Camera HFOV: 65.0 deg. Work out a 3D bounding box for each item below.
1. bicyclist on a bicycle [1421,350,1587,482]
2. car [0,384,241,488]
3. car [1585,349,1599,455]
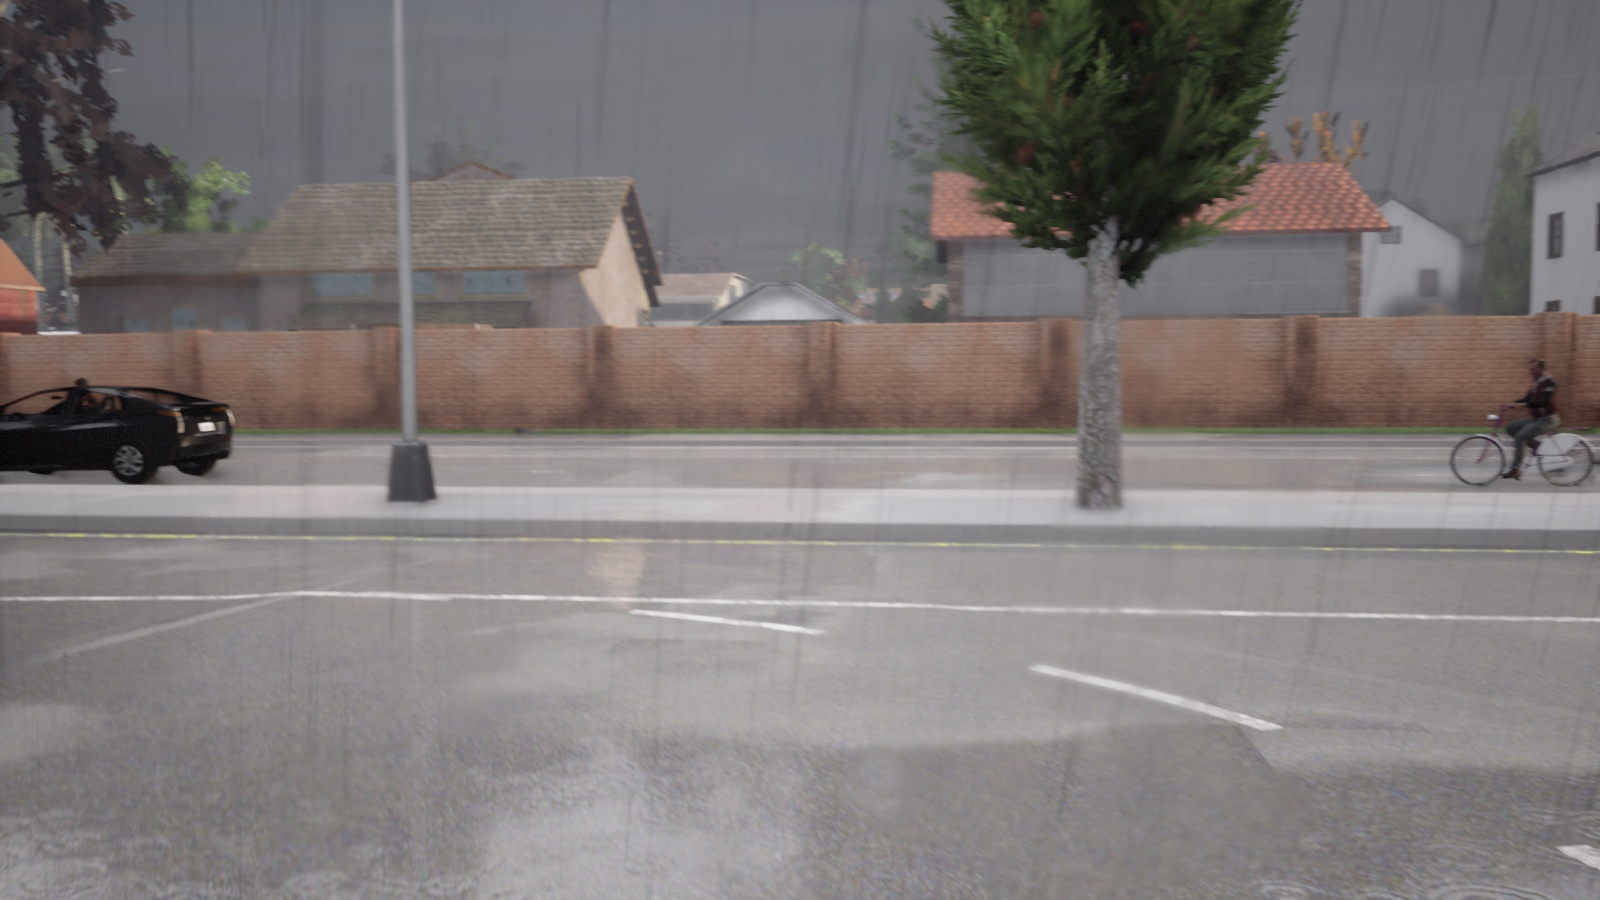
[{"bbox_3d":[9.716,-0.474,17.390,1.843,1.776,0.659,0,4,7],"label":"bicyclist on a bicycle"},{"bbox_3d":[-11.721,-0.249,20.219,4.514,1.525,2.007,0,4,8],"label":"car"},{"bbox_3d":[15.573,-0.777,20.139,4.553,1.767,2.097,0,4,8],"label":"car"}]
